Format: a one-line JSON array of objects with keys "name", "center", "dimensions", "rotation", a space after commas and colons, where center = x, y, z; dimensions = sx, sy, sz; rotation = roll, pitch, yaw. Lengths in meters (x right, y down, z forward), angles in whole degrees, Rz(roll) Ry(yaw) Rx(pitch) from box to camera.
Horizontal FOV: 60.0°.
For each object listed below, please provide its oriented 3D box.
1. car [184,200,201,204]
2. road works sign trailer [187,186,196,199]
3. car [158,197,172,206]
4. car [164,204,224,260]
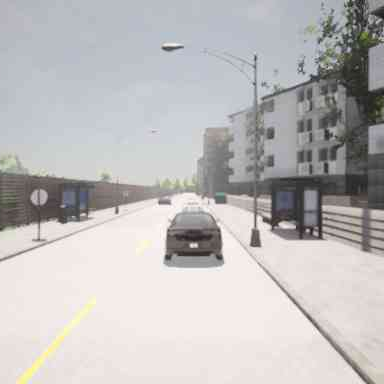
[{"name": "car", "center": [0.069, 1.413, 28.721], "dimensions": [1.812, 1.442, 4.674], "rotation": [0, 0, 0]}, {"name": "road works sign trailer", "center": [-0.017, 0.120, 88.054], "dimensions": [2.380, 3.560, 2.880], "rotation": [0, 0, 0]}, {"name": "car", "center": [-4.087, 1.402, 50.751], "dimensions": [1.895, 1.301, 4.718], "rotation": [0, 0, 0]}, {"name": "car", "center": [0.067, 1.429, 12.296], "dimensions": [1.882, 1.535, 5.008], "rotation": [0, 0, 0]}]
